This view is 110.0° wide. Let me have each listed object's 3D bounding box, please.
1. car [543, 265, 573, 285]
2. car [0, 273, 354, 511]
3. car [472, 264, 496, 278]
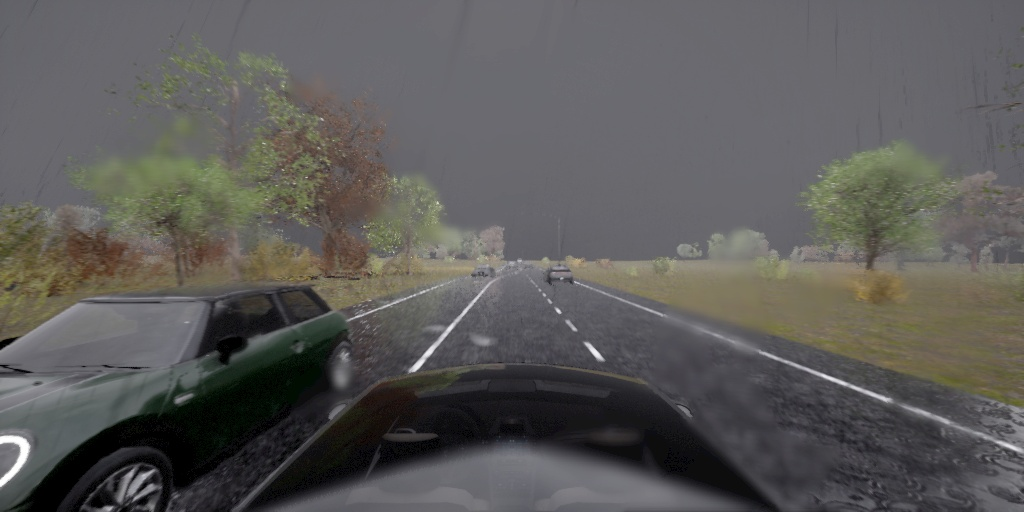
[{"bbox_3d":[3.492,1.406,27.540,2.128,1.511,4.902,0,0,0],"label":"car"},{"bbox_3d":[-3.510,1.117,3.680,2.097,1.767,4.553,0,0,0],"label":"car"},{"bbox_3d":[-2.850,1.545,36.943,1.994,1.385,4.181,0,0,5],"label":"car"}]
